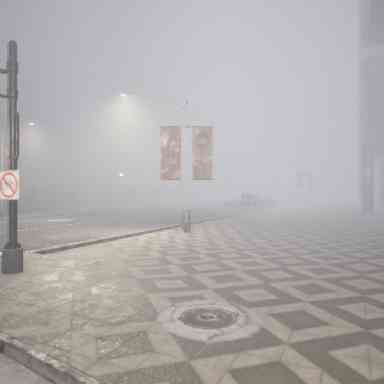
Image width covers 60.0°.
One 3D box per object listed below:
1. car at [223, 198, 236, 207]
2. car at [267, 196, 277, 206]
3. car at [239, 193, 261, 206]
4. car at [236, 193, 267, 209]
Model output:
[{"bbox_3d":[6.233,1.579,49.014,1.895,1.301,4.718,0,0,27],"label":"car"},{"bbox_3d":[12.806,1.456,55.119,2.128,1.511,4.902,0,0,26],"label":"car"},{"bbox_3d":[9.900,1.192,56.576,2.150,2.045,5.566,0,0,26],"label":"car"},{"bbox_3d":[8.281,1.196,45.795,2.150,2.045,5.566,0,0,27],"label":"car"}]
